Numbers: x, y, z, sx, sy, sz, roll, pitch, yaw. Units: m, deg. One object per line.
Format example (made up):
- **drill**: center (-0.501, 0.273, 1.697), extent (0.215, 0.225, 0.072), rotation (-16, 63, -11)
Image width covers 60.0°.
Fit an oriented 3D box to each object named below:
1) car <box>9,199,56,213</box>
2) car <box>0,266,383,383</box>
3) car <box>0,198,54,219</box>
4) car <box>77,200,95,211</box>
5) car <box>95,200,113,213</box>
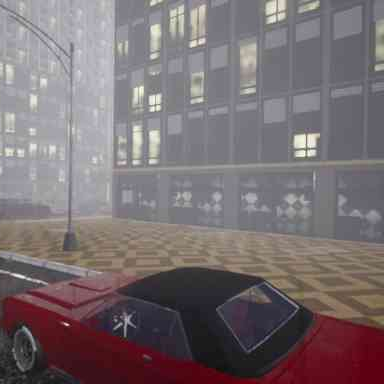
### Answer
- **car**: center (-19.139, 1.639, 40.118), extent (1.752, 1.417, 4.829), rotation (1, 0, 37)
- **car**: center (-0.285, 1.600, 3.895), extent (4.718, 1.301, 1.895), rotation (0, 0, 36)
- **car**: center (-15.671, 1.516, 30.732), extent (2.192, 1.841, 5.009), rotation (1, 0, 37)
- **car**: center (-12.996, 1.777, 44.023), extent (1.994, 1.385, 4.181), rotation (1, 0, 37)
- **car**: center (-8.844, 1.827, 39.922), extent (1.752, 1.417, 4.829), rotation (1, 0, 37)
